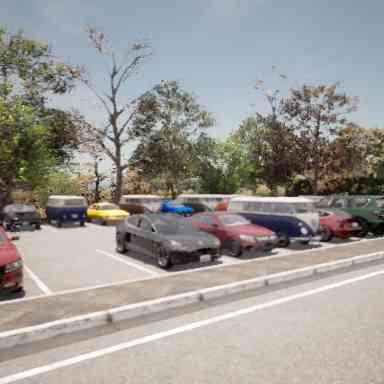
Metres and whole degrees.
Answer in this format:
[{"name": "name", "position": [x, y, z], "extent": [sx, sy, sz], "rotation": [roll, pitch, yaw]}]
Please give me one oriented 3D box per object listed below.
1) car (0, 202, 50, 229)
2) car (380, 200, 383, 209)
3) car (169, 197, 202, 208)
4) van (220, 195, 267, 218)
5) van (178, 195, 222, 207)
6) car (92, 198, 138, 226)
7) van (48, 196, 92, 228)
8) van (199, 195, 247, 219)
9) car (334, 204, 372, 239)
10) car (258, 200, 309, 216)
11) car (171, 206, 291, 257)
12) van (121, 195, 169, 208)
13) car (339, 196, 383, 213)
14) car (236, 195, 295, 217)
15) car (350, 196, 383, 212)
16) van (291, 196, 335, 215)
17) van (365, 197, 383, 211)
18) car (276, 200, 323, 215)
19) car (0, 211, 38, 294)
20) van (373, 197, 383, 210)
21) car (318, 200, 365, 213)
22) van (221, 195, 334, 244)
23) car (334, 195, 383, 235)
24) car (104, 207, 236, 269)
[{"name": "car", "position": [-10.721, 1.479, 20.662], "extent": [2.231, 1.521, 4.892], "rotation": [0, 0, -35]}, {"name": "car", "position": [32.114, 1.980, 51.205], "extent": [2.097, 1.535, 5.008], "rotation": [1, -1, -35]}, {"name": "car", "position": [-1.705, 1.449, 27.101], "extent": [2.097, 1.535, 5.008], "rotation": [0, 0, -35]}, {"name": "van", "position": [4.882, 1.306, 31.933], "extent": [1.878, 1.987, 4.442], "rotation": [1, -1, -35]}, {"name": "van", "position": [0.500, 1.232, 28.523], "extent": [1.878, 1.987, 4.442], "rotation": [0, 0, -35]}, {"name": "car", "position": [-6.105, 1.461, 23.732], "extent": [1.946, 1.575, 5.366], "rotation": [0, 0, -36]}, {"name": "van", "position": [-8.537, 1.245, 22.369], "extent": [1.878, 1.987, 4.442], "rotation": [0, 0, -35]}, {"name": "van", "position": [2.728, 1.271, 30.398], "extent": [1.878, 1.987, 4.442], "rotation": [1, -1, -35]}, {"name": "car", "position": [5.750, 1.479, 16.382], "extent": [2.163, 1.488, 4.792], "rotation": [0, 0, -35]}, {"name": "car", "position": [9.564, 1.608, 35.119], "extent": [2.097, 1.535, 5.008], "rotation": [1, -1, -35]}, {"name": "car", "position": [1.239, 1.504, 13.135], "extent": [2.002, 1.452, 4.674], "rotation": [0, 0, -35]}, {"name": "van", "position": [-3.891, 1.231, 25.394], "extent": [1.878, 1.987, 4.442], "rotation": [0, 0, -35]}, {"name": "car", "position": [23.115, 1.580, 44.750], "extent": [2.435, 2.045, 5.566], "rotation": [1, -1, -35]}, {"name": "car", "position": [7.223, 1.318, 33.423], "extent": [2.435, 2.045, 5.566], "rotation": [1, -1, -35]}, {"name": "car", "position": [25.370, 1.618, 46.357], "extent": [2.435, 2.045, 5.566], "rotation": [1, -1, -35]}, {"name": "van", "position": [13.905, 1.455, 38.363], "extent": [1.878, 1.987, 4.442], "rotation": [1, -1, -35]}, {"name": "van", "position": [27.677, 1.680, 47.892], "extent": [1.878, 1.987, 4.442], "rotation": [1, -1, -35]}, {"name": "car", "position": [11.818, 1.685, 36.730], "extent": [2.002, 1.452, 4.674], "rotation": [1, -1, -35]}, {"name": "car", "position": [-5.544, 1.486, 8.303], "extent": [2.097, 1.535, 5.008], "rotation": [0, 0, -35]}, {"name": "van", "position": [29.797, 1.717, 49.690], "extent": [1.878, 1.987, 4.442], "rotation": [1, -1, -35]}, {"name": "car", "position": [18.586, 1.757, 41.550], "extent": [2.097, 1.535, 5.008], "rotation": [1, -1, -35]}, {"name": "van", "position": [3.569, 1.231, 14.648], "extent": [1.878, 1.987, 4.442], "rotation": [0, 0, -35]}, {"name": "car", "position": [7.993, 1.206, 17.980], "extent": [2.435, 2.045, 5.566], "rotation": [1, -1, -35]}, {"name": "car", "position": [-1.004, 1.501, 11.496], "extent": [2.163, 1.488, 4.792], "rotation": [0, 0, -36]}]
